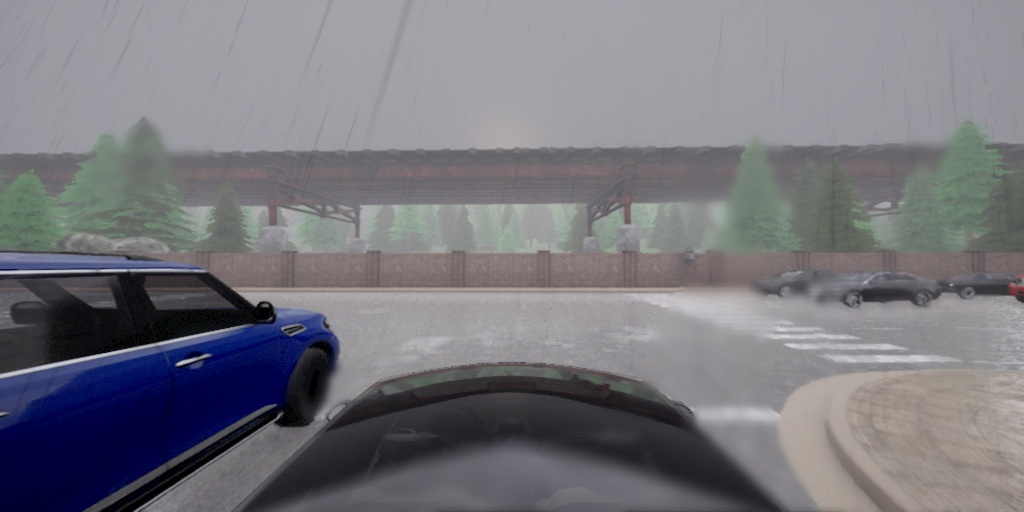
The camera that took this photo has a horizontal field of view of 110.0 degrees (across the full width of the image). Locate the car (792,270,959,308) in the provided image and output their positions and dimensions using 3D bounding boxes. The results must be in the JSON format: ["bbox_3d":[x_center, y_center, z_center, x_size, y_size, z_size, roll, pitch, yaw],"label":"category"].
[{"bbox_3d":[15.686,1.421,15.732,4.902,1.511,2.128,0,-1,1],"label":"car"}]

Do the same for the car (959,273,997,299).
[{"bbox_3d":[24.802,1.574,19.141,4.718,1.301,1.895,0,-1,1],"label":"car"}]

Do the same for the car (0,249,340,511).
[{"bbox_3d":[-3.425,0.983,2.574,2.150,2.045,5.566,0,-1,0],"label":"car"}]

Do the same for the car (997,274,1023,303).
[{"bbox_3d":[25.544,1.150,15.641,5.566,2.045,2.150,0,-1,0],"label":"car"}]

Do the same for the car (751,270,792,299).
[{"bbox_3d":[15.547,1.479,19.233,4.892,1.490,1.837,0,-1,1],"label":"car"}]
